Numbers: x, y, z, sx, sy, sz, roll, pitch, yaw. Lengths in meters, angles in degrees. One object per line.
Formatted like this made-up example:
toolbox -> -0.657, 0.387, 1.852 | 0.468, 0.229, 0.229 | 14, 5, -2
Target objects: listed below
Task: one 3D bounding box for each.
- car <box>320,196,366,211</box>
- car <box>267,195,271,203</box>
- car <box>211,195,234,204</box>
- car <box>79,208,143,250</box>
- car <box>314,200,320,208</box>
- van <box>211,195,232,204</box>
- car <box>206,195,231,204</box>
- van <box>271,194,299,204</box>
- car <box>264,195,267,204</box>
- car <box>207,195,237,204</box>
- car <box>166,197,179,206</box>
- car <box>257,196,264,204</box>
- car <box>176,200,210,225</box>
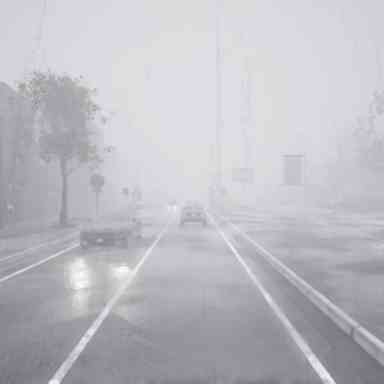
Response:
car -> 18.751, 1.363, 41.005 | 4.553, 1.767, 2.185 | 0, 0, 0
car -> 18.703, 1.700, 67.764 | 5.366, 1.575, 1.946 | 0, -1, 0
car -> 6.275, 1.587, 68.436 | 4.553, 1.767, 2.185 | 0, -1, 0
car -> -3.351, 1.494, 14.582 | 1.882, 1.535, 5.008 | 0, 0, 0
car -> 18.680, 1.533, 44.175 | 4.674, 1.452, 2.002 | 0, 0, 0
van -> 6.335, 1.554, 71.476 | 4.442, 1.987, 1.878 | 0, -1, 0
car -> 6.190, 1.684, 77.666 | 5.566, 2.045, 2.435 | 0, -2, -1
van -> 18.424, 1.427, 64.972 | 4.442, 1.987, 1.878 | 0, -1, 0
car -> 18.682, 1.754, 70.424 | 5.366, 1.575, 1.946 | 0, -1, 0
car -> 6.083, 1.657, 65.515 | 5.366, 1.575, 1.946 | 0, -1, 0
car -> -3.319, 1.562, 56.592 | 2.128, 1.511, 4.902 | 0, 0, 0
car -> 18.421, 1.643, 76.144 | 5.566, 2.045, 2.435 | 0, -2, -1
car -> 0.096, 1.575, 24.078 | 2.033, 1.411, 5.357 | 0, 0, 0
